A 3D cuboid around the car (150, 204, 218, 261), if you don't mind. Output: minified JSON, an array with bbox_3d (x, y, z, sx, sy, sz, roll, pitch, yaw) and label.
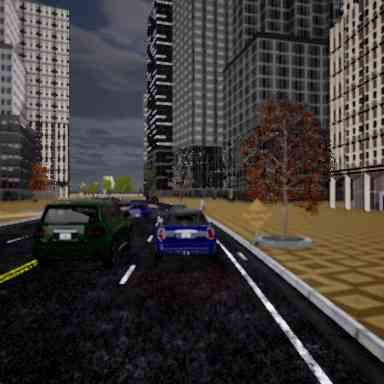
[{"bbox_3d":[-0.261,1.410,12.717,2.097,1.767,4.553,0,0,-2],"label":"car"}]

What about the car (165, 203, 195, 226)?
[{"bbox_3d":[-1.013,1.664,25.822,2.033,1.411,5.357,0,0,-4],"label":"car"}]

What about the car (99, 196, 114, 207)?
[{"bbox_3d":[-14.597,1.613,56.804,2.097,1.767,4.553,0,0,-9],"label":"car"}]

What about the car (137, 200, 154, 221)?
[{"bbox_3d":[-4.470,1.656,28.463,1.812,1.442,4.674,0,0,-4],"label":"car"}]

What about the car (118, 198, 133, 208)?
[{"bbox_3d":[-11.188,1.803,56.238,2.033,1.411,5.357,0,0,-8],"label":"car"}]

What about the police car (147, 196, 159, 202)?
[{"bbox_3d":[-10.090,1.824,88.460,1.930,1.638,5.238,0,0,-14],"label":"police car"}]

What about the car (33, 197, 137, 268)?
[{"bbox_3d":[-3.473,1.279,11.596,2.150,2.045,5.566,0,0,-2],"label":"car"}]

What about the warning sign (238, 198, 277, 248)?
[{"bbox_3d":[2.561,1.173,13.136,1.300,1.860,1.060,0,0,-2],"label":"warning sign"}]
